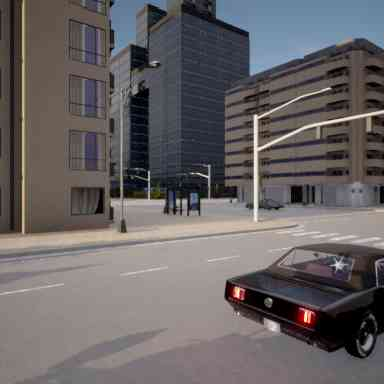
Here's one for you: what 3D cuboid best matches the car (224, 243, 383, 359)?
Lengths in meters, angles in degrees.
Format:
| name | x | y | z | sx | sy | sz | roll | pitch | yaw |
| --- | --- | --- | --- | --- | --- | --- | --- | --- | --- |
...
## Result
| name | x | y | z | sx | sy | sz | roll | pitch | yaw |
| --- | --- | --- | --- | --- | --- | --- | --- | --- | --- |
| car | 2.922 | 1.601 | 6.009 | 4.718 | 1.301 | 1.895 | 0 | 0 | -36 |

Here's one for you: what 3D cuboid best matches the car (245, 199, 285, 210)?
| name | x | y | z | sx | sy | sz | roll | pitch | yaw |
| --- | --- | --- | --- | --- | --- | --- | --- | --- | --- |
| car | 9.332 | 1.603 | 43.007 | 2.033 | 1.411 | 5.357 | 0 | 0 | -38 |
